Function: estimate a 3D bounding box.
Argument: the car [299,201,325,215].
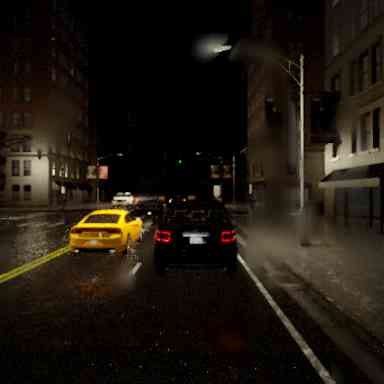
[{"bbox_3d":[12.751,1.535,32.715,4.181,1.385,1.994,0,0,0],"label":"car"}]

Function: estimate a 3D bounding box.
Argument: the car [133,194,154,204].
[{"bbox_3d":[-6.633,1.446,47.402,2.033,1.411,5.357,0,0,0],"label":"car"}]

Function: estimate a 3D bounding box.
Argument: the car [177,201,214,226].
[{"bbox_3d":[0.387,1.442,24.011,2.128,1.511,4.902,0,0,7],"label":"car"}]

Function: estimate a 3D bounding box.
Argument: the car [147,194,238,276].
[{"bbox_3d":[0.091,1.202,10.441,2.150,2.045,5.566,0,0,0],"label":"car"}]

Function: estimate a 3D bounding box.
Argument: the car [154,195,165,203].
[{"bbox_3d":[-6.556,1.327,67.852,1.882,1.535,5.008,0,0,0],"label":"car"}]

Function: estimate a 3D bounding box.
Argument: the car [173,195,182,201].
[{"bbox_3d":[-3.313,1.350,76.482,1.812,1.442,4.674,0,0,0],"label":"car"}]

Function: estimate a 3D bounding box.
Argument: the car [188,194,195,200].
[{"bbox_3d":[-0.072,1.269,86.517,1.895,1.301,4.718,0,0,0],"label":"car"}]

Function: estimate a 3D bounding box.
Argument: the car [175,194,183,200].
[{"bbox_3d":[-3.322,1.174,86.484,1.837,1.490,4.892,0,0,0],"label":"car"}]

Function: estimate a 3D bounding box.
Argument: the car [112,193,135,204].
[{"bbox_3d":[-9.890,1.119,47.818,2.150,2.045,5.566,0,0,-1],"label":"car"}]

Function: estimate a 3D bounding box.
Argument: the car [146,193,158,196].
[{"bbox_3d":[-6.606,1.422,57.476,2.033,1.411,5.357,0,0,0],"label":"car"}]

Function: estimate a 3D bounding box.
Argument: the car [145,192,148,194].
[{"bbox_3d":[-9.806,1.072,67.780,2.150,2.045,5.566,0,0,0],"label":"car"}]

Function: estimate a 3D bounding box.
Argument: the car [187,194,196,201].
[{"bbox_3d":[-0.063,1.305,76.068,1.882,1.535,5.008,0,0,0],"label":"car"}]

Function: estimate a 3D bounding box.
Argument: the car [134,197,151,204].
[{"bbox_3d":[-3.171,1.420,27.278,1.882,1.535,5.008,0,0,0],"label":"car"}]

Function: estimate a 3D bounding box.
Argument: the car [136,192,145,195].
[{"bbox_3d":[-9.855,1.227,57.379,2.097,1.767,4.553,0,0,0],"label":"car"}]

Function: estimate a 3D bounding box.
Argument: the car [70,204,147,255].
[{"bbox_3d":[-3.159,1.450,13.130,1.882,1.535,5.008,0,0,0],"label":"car"}]
